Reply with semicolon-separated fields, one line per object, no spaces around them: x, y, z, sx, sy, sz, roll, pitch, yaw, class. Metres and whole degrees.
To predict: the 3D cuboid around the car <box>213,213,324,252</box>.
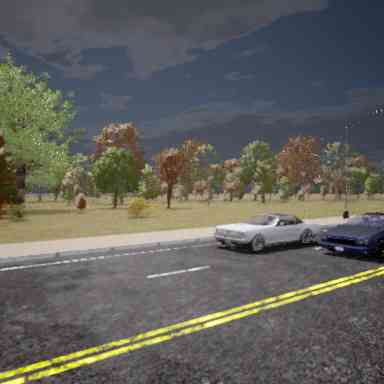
3.189;1.571;13.909;4.718;1.301;1.895;0;0;-35;car

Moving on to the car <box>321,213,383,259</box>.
7.140;1.510;12.717;5.357;1.411;2.033;0;0;-35;car
